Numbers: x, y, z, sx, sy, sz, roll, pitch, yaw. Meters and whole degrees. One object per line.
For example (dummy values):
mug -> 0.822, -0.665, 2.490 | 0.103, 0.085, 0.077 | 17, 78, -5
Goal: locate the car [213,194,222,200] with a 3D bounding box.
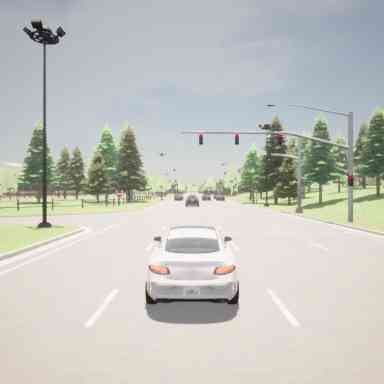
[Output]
car -> 7.099, 1.368, 92.916 | 1.994, 1.385, 4.181 | 0, 0, 0

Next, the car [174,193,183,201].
car -> -3.412, 1.529, 82.890 | 1.994, 1.385, 4.181 | 0, 0, 0

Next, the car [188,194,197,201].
car -> 0.088, 1.333, 82.890 | 2.097, 1.767, 4.553 | 0, 0, 0

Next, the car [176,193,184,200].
car -> -3.401, 1.171, 92.897 | 2.097, 1.767, 4.553 | 0, 0, 0

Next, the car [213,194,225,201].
car -> 7.088, 1.502, 82.496 | 2.128, 1.511, 4.902 | 0, 0, 0

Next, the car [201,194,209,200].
car -> 3.599, 1.356, 92.919 | 2.033, 1.411, 5.357 | 0, 0, 0

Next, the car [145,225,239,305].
car -> 0.015, 1.524, 7.987 | 1.812, 1.442, 4.674 | 0, 0, 0

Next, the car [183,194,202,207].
car -> 0.055, 1.343, 51.860 | 2.097, 1.767, 4.553 | 0, 0, 0

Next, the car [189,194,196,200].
car -> 0.099, 1.316, 92.923 | 1.837, 1.490, 4.892 | 0, 0, 0

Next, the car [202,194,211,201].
car -> 3.588, 1.333, 82.886 | 2.097, 1.767, 4.553 | 0, 0, 0
